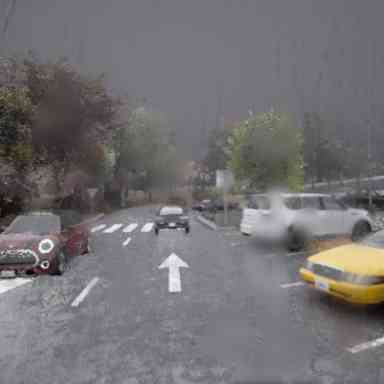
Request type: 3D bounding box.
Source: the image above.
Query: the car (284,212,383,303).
[{"bbox_3d":[4.825,1.328,7.169,5.366,1.575,1.946,-1,1,-24],"label":"car"}]

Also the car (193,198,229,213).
[{"bbox_3d":[2.462,1.287,32.927,5.357,1.411,2.033,-2,0,-40],"label":"car"}]

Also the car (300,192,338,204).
[{"bbox_3d":[17.983,0.837,47.259,2.163,1.488,4.792,-1,0,-25],"label":"car"}]

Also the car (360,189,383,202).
[{"bbox_3d":[27.021,0.484,48.097,2.185,1.767,4.553,-1,-1,-25],"label":"car"}]

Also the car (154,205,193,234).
[{"bbox_3d":[-1.153,1.432,18.713,1.812,1.442,4.674,-1,0,-4],"label":"car"}]

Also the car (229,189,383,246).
[{"bbox_3d":[4.610,1.048,13.260,5.566,2.045,2.435,-1,0,-24],"label":"car"}]

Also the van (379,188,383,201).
[{"bbox_3d":[29.982,0.319,48.443,1.878,1.987,4.442,-1,0,-25],"label":"van"}]

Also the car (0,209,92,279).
[{"bbox_3d":[-4.623,1.386,10.327,2.097,1.767,4.553,-1,0,-3],"label":"car"}]

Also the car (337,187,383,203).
[{"bbox_3d":[24.038,0.423,47.773,2.435,2.045,5.566,-1,-1,-25],"label":"car"}]
